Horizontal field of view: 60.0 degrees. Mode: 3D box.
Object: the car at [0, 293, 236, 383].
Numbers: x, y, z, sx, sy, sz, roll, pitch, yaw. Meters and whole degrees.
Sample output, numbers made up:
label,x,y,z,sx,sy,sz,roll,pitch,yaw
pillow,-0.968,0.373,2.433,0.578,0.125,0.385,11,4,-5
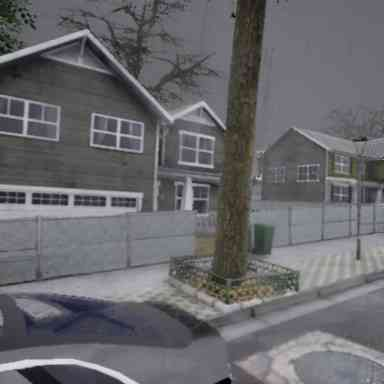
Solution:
label,x,y,z,sx,sy,sz,roll,pitch,yaw
car,-1.908,1.492,1.707,4.902,1.511,2.128,0,0,-36
